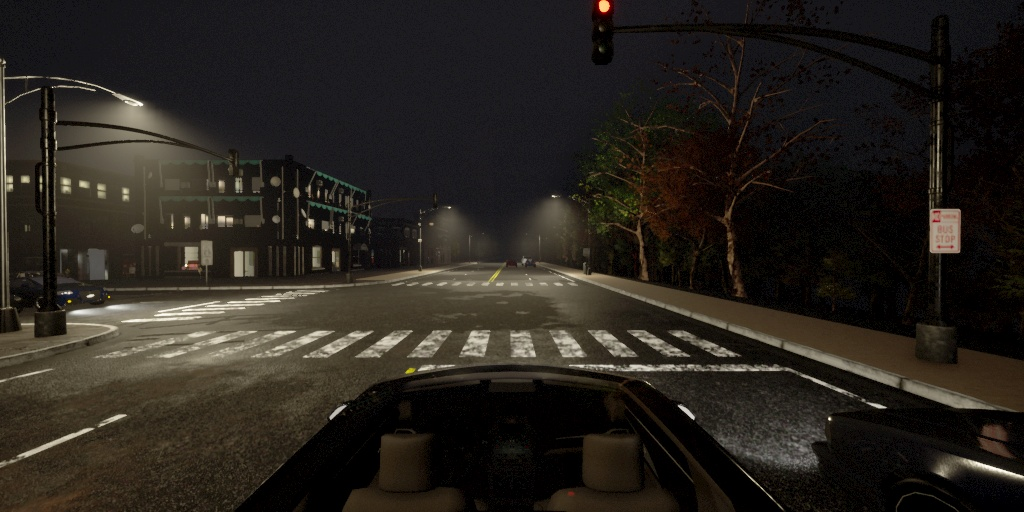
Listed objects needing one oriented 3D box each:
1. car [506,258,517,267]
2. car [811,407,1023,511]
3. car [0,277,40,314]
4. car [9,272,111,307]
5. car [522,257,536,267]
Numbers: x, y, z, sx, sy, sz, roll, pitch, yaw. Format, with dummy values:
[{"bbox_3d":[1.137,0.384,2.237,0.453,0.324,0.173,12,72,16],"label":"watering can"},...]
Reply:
[{"bbox_3d":[-0.051,1.204,63.140,1.882,1.535,5.008,0,0,0],"label":"car"},{"bbox_3d":[3.354,1.298,0.392,2.033,1.411,5.357,0,0,0],"label":"car"},{"bbox_3d":[-19.973,1.565,12.496,4.313,1.339,1.948,0,0,0],"label":"car"},{"bbox_3d":[-19.866,1.534,15.202,4.181,1.385,1.994,-1,1,0],"label":"car"},{"bbox_3d":[3.202,1.274,63.173,2.033,1.411,5.357,0,0,0],"label":"car"}]
